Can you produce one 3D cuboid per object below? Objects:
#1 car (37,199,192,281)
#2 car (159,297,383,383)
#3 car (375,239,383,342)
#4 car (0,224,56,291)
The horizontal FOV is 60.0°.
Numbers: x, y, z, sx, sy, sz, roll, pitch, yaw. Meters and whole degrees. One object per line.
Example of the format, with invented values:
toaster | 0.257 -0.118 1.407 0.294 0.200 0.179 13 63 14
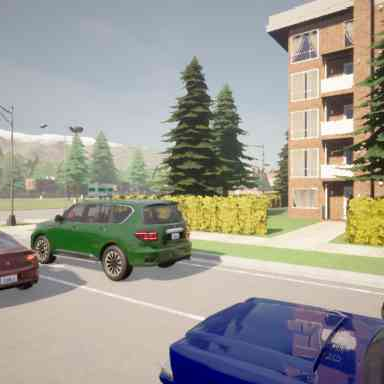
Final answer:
car | -2.599 1.221 10.083 5.566 2.045 2.150 0 0 36
car | 2.036 1.601 2.543 4.718 1.301 1.895 0 0 35
car | 5.073 1.564 4.678 4.181 1.385 1.994 0 0 35
car | -5.403 1.526 7.790 4.674 1.442 1.812 0 0 36
